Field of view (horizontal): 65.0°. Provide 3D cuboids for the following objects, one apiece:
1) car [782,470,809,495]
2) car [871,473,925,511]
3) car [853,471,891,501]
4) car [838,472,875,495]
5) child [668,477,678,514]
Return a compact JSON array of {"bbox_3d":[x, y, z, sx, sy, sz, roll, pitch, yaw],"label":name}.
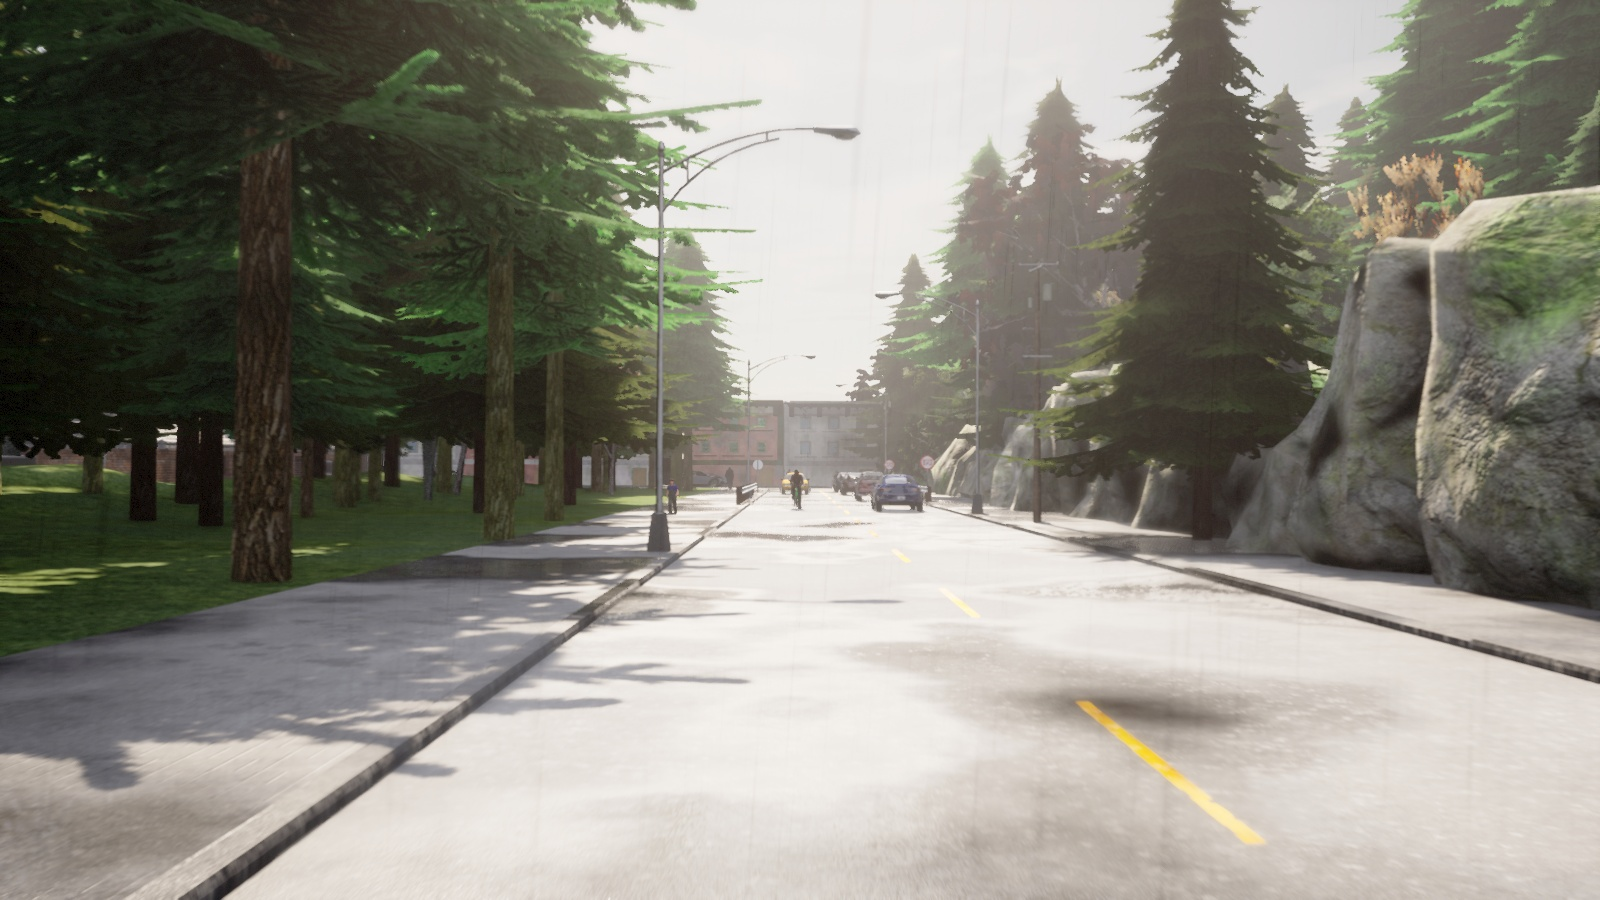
[{"bbox_3d":[-0.309,2.168,84.497,1.801,1.575,5.366,0,-1,0],"label":"car"},{"bbox_3d":[3.883,1.671,50.558,1.812,1.442,4.674,0,-1,0],"label":"car"},{"bbox_3d":[3.810,1.899,66.765,1.789,1.549,3.705,0,-1,0],"label":"car"},{"bbox_3d":[3.702,2.188,82.910,2.163,1.488,4.792,0,-1,0],"label":"car"},{"bbox_3d":[-4.271,1.530,42.303,0.270,1.263,0.437,0,-1,4],"label":"child"}]
